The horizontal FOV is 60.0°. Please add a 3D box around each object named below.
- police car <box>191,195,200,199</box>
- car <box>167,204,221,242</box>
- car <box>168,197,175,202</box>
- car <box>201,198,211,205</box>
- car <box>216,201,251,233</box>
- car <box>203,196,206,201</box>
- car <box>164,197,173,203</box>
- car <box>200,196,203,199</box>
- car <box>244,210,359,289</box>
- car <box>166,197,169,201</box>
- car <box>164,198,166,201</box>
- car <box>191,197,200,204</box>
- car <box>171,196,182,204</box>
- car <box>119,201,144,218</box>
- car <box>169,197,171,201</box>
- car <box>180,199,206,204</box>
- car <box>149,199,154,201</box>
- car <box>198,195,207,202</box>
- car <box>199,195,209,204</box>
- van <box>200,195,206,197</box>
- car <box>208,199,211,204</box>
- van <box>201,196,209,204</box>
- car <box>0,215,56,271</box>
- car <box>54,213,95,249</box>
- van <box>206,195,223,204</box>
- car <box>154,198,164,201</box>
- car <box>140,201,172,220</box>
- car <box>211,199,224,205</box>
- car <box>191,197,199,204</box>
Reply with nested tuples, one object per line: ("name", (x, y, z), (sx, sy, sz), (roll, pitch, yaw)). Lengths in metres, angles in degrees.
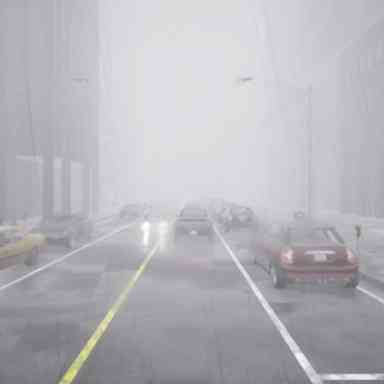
("police car", (0.805, 1.746, 62.473), (1.930, 1.638, 5.238), (0, 0, 0))
("car", (0.072, 1.577, 16.902), (2.128, 1.511, 4.902), (0, 0, 0))
("car", (-5.815, 2.059, 94.016), (1.802, 1.307, 4.206), (0, 0, 0))
("car", (2.752, 1.882, 65.788), (1.887, 1.381, 4.507), (0, 0, 0))
("car", (2.820, 1.544, 20.601), (1.967, 1.590, 4.097), (0, 0, 0))
("car", (2.786, 1.660, 43.194), (1.967, 1.590, 4.097), (0, 0, 0))
("car", (-5.798, 1.969, 82.719), (1.887, 1.381, 4.507), (0, 0, 0))
("car", (2.769, 1.844, 54.491), (1.947, 1.339, 4.313), (0, 0, 0))
("car", (2.837, 1.487, 9.304), (1.967, 1.590, 4.097), (0, 0, 0))
("car", (-5.764, 1.858, 60.123), (2.008, 1.369, 4.403), (0, 0, 0))
("car", (-5.756, 1.718, 54.475), (1.967, 1.590, 4.097), (0, 0, 0))
("car", (0.790, 1.878, 72.362), (1.837, 1.490, 4.892), (0, 0, 0))
("car", (-3.108, 1.849, 70.524), (1.837, 1.490, 4.892), (0, 0, 0))
("car", (-5.721, 1.727, 31.879), (1.947, 1.339, 4.313), (0, 0, 0))
("car", (-5.773, 1.919, 65.771), (1.802, 1.307, 4.206), (0, 0, 0))
("car", (0.047, 1.731, 32.951), (1.994, 1.385, 4.181), (0, 0, 0))
("car", (-5.730, 1.735, 37.528), (1.887, 1.381, 4.507), (0, 0, 0))
("car", (2.717, 1.767, 88.383), (2.192, 1.841, 5.009), (0, 0, 0))
("car", (2.734, 1.712, 77.086), (2.192, 1.841, 5.009), (0, 0, 0))
("van", (2.759, 1.649, 60.141), (1.690, 1.788, 3.998), (0, 0, 0))
("car", (2.804, 1.707, 31.897), (1.887, 1.381, 4.507), (0, 0, 0))
("van", (2.742, 1.708, 71.437), (1.690, 1.788, 3.998), (0, 0, 0))
("car", (-5.687, 1.571, 9.115), (1.752, 1.417, 4.829), (0, 0, 0))
("car", (-5.696, 1.641, 14.933), (1.947, 1.339, 4.313), (0, 0, 0))
("van", (2.794, 1.532, 37.546), (1.690, 1.788, 3.998), (0, 0, 0))
("car", (-5.747, 1.799, 48.825), (2.008, 1.369, 4.403), (0, 0, 0))
("car", (-3.145, 1.753, 29.977), (1.895, 1.301, 4.718), (0, 0, 0))
("car", (2.812, 1.573, 26.249), (1.967, 1.590, 4.097), (0, 0, 0))
("car", (0.781, 1.909, 78.362), (1.837, 1.490, 4.892), (0, 0, 0))
